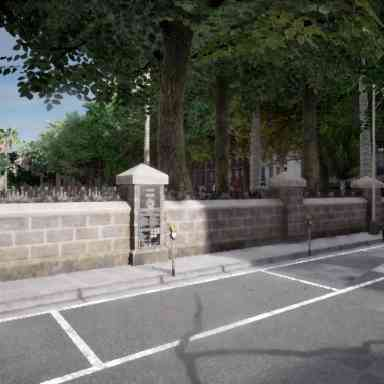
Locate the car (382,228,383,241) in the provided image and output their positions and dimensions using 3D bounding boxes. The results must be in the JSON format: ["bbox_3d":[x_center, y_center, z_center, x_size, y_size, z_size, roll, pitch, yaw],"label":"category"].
[{"bbox_3d":[9.787,1.310,13.521,5.009,1.841,2.192,0,0,-36],"label":"car"}]
